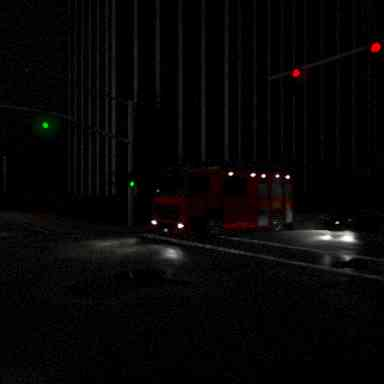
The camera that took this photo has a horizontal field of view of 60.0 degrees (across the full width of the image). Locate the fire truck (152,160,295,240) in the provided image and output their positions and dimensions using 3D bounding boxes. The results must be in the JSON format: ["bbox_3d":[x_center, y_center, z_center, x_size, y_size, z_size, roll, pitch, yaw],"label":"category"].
[{"bbox_3d":[2.049,0.352,18.282,8.468,3.827,2.891,0,0,-39],"label":"fire truck"}]

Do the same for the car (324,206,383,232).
[{"bbox_3d":[9.812,1.579,20.194,4.181,1.385,1.994,0,0,-39],"label":"car"}]
